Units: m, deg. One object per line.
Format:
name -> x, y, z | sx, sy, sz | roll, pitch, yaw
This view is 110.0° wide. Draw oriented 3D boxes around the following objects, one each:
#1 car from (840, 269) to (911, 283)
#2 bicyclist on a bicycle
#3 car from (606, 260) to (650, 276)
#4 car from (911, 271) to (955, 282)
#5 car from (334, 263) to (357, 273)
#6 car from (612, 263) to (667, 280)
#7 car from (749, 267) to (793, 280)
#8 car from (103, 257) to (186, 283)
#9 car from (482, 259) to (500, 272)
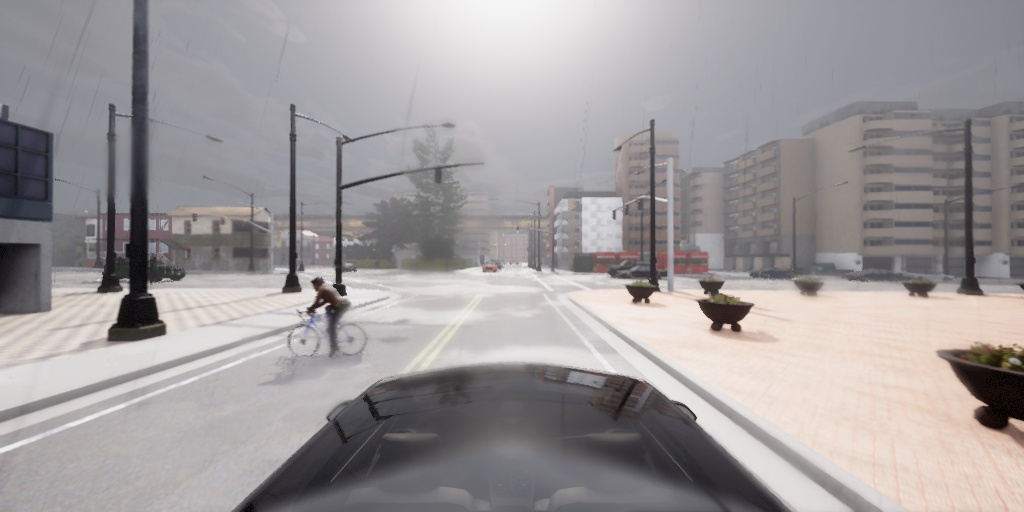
car -> 38.042, 2.079, 37.836 | 5.357, 1.411, 2.033 | 1, -1, 0
bicyclist on a bicycle -> -3.756, 1.256, 7.259 | 1.656, 1.620, 0.582 | -2, -1, 2
car -> 13.711, 1.452, 41.248 | 5.566, 2.045, 2.150 | 1, 0, 0
car -> 47.624, 2.358, 41.301 | 4.718, 1.301, 1.895 | 1, -1, 0
car -> -25.093, 1.762, 54.143 | 4.674, 1.442, 1.812 | -1, -1, 44
car -> 13.718, 1.748, 37.743 | 5.357, 1.411, 2.033 | 1, 0, 0
car -> 29.855, 2.008, 41.316 | 4.181, 1.385, 1.994 | 1, -1, 0
car -> -31.017, 1.145, 30.341 | 5.566, 2.045, 2.150 | 1, -1, 0
car -> -3.419, 1.603, 55.600 | 2.097, 1.767, 4.553 | 0, -1, 0
